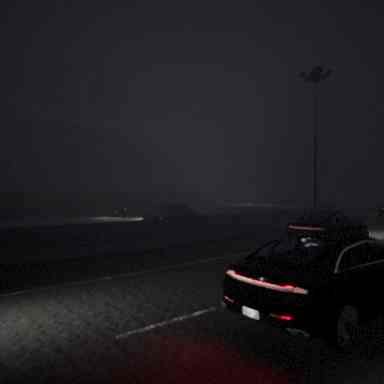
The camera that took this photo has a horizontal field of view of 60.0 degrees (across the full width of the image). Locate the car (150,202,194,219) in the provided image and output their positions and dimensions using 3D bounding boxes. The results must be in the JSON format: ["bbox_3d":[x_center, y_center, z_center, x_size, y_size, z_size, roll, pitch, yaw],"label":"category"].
[{"bbox_3d":[-1.881,1.685,31.914,1.994,1.385,4.181,0,0,37],"label":"car"}]

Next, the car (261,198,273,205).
[{"bbox_3d":[14.490,1.788,64.612,1.994,1.385,4.181,0,0,7],"label":"car"}]

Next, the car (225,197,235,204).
[{"bbox_3d":[8.209,1.755,71.681,1.837,1.490,4.892,0,0,6],"label":"car"}]

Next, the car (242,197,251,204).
[{"bbox_3d":[11.691,1.776,71.326,2.128,1.511,4.902,0,0,6],"label":"car"}]

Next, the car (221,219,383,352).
[{"bbox_3d":[2.711,1.514,6.288,4.902,1.511,2.128,0,0,-39],"label":"car"}]

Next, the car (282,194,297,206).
[{"bbox_3d":[17.274,1.427,59.185,2.150,2.045,5.566,0,0,10],"label":"car"}]

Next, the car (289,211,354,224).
[{"bbox_3d":[5.705,1.539,13.825,2.128,1.511,4.902,0,0,45],"label":"car"}]

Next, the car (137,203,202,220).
[{"bbox_3d":[-1.188,1.648,22.042,1.994,1.385,4.181,0,0,43],"label":"car"}]

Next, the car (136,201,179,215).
[{"bbox_3d":[-1.782,1.606,26.511,1.837,1.490,4.892,0,0,41],"label":"car"}]

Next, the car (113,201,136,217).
[{"bbox_3d":[-5.569,1.633,32.825,1.837,1.490,4.892,0,0,38],"label":"car"}]

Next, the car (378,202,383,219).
[{"bbox_3d":[17.362,1.584,28.924,2.128,1.511,4.902,0,0,32],"label":"car"}]
